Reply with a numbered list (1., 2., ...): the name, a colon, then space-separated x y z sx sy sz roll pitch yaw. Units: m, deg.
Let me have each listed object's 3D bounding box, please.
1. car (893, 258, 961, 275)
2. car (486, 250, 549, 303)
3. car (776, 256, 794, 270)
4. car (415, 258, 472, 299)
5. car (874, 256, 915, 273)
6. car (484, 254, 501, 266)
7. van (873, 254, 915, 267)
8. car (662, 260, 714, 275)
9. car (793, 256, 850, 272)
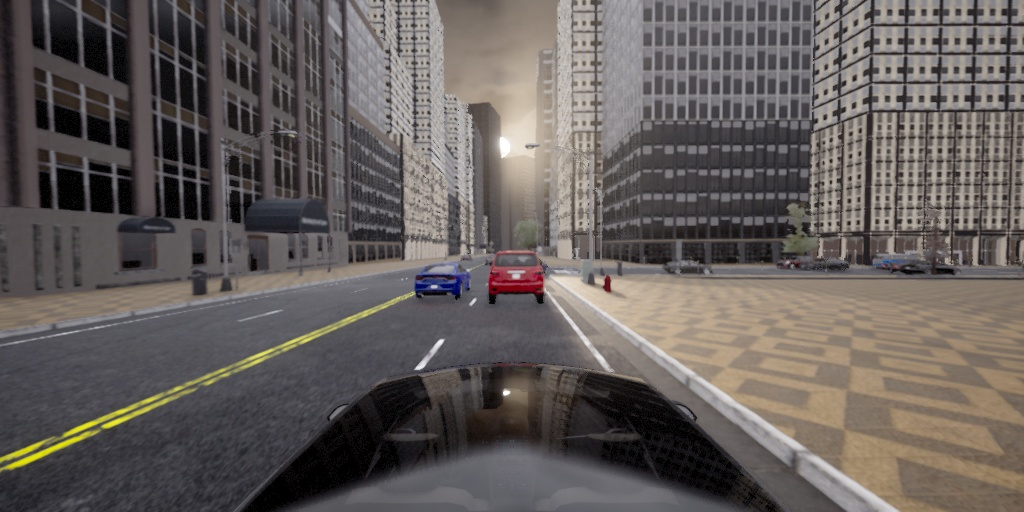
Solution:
1. car: 38.678 1.131 33.196 4.313 1.339 1.948 0 0 0
2. car: 0.173 0.780 15.490 2.150 2.045 5.566 0 1 0
3. car: 32.996 0.734 41.540 4.097 1.591 1.967 0 0 0
4. car: -3.068 1.041 16.682 1.882 1.535 5.008 0 1 0
5. car: 40.238 1.038 35.865 5.357 1.411 2.033 0 2 0
6. car: -2.829 0.554 53.010 2.128 1.511 4.902 0 1 0
7. van: 44.279 0.673 41.607 3.998 1.789 1.690 0 0 0
8. car: 16.111 1.043 32.934 4.403 1.370 2.007 0 0 0
9. car: 33.848 0.902 38.905 4.674 1.442 1.812 0 2 0
